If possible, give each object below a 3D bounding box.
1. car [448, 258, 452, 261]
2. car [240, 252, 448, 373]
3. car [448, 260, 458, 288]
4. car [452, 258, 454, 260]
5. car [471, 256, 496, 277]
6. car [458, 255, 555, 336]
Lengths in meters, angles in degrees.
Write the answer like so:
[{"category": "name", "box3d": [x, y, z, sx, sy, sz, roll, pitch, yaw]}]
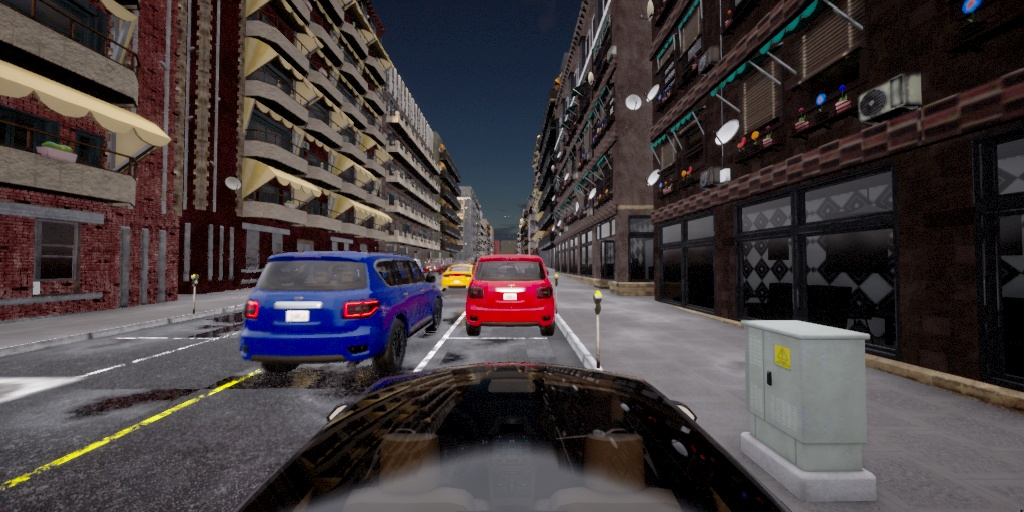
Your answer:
[{"category": "car", "box3d": [-8.335, 1.115, 39.194, 2.192, 1.841, 5.009, 0, 0, 0]}, {"category": "car", "box3d": [-3.018, 0.969, 7.715, 2.150, 2.045, 5.566, 0, -1, 0]}, {"category": "car", "box3d": [-2.970, 1.244, 21.949, 1.882, 1.535, 5.008, 0, 0, 0]}, {"category": "car", "box3d": [-5.842, 1.294, 40.112, 2.128, 1.511, 4.902, 0, 0, 0]}, {"category": "car", "box3d": [-2.959, 1.023, 38.612, 2.150, 2.045, 5.566, 0, 0, 0]}, {"category": "car", "box3d": [-0.039, 0.983, 10.533, 2.150, 2.045, 5.566, 0, 0, 0]}]
